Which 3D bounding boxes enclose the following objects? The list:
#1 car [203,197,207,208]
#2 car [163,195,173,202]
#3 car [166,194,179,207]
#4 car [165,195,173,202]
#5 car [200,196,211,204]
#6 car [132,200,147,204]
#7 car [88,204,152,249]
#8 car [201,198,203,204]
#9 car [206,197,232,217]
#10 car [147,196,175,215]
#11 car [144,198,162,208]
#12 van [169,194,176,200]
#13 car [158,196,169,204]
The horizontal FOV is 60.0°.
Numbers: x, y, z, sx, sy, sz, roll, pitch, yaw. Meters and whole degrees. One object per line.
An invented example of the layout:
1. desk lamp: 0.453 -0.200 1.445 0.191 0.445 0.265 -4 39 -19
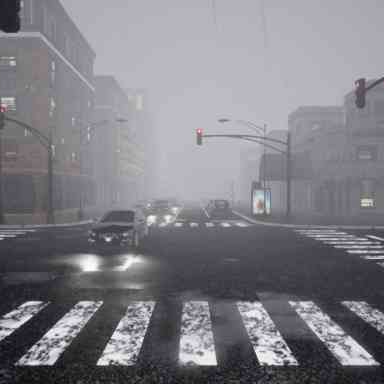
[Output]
1. car: 2.714 1.597 43.209 1.802 1.307 4.206 0 0 0
2. car: -5.646 1.497 77.382 1.967 1.590 4.097 0 0 0
3. car: -3.051 1.516 51.921 2.128 1.511 4.902 0 0 0
4. car: -5.640 1.592 82.908 1.752 1.417 4.829 -1 0 0
5. car: 2.729 1.591 65.996 2.008 1.369 4.403 -1 0 0
6. car: -5.671 1.561 37.506 2.008 1.369 4.403 0 0 0
7. car: -3.088 1.495 14.704 1.837 1.490 4.892 0 0 0
8. car: 2.717 1.571 48.906 2.008 1.369 4.403 0 0 0
9. car: 2.705 1.446 31.815 1.967 1.590 4.097 0 0 0
10. car: -3.078 1.512 33.995 1.837 1.490 4.892 0 0 0
11. car: -5.663 1.571 48.899 2.008 1.369 4.403 0 0 0
12. van: -5.634 1.430 94.472 1.690 1.788 3.998 -1 0 0
13. car: -5.652 1.565 65.819 1.752 1.417 4.829 0 0 0
